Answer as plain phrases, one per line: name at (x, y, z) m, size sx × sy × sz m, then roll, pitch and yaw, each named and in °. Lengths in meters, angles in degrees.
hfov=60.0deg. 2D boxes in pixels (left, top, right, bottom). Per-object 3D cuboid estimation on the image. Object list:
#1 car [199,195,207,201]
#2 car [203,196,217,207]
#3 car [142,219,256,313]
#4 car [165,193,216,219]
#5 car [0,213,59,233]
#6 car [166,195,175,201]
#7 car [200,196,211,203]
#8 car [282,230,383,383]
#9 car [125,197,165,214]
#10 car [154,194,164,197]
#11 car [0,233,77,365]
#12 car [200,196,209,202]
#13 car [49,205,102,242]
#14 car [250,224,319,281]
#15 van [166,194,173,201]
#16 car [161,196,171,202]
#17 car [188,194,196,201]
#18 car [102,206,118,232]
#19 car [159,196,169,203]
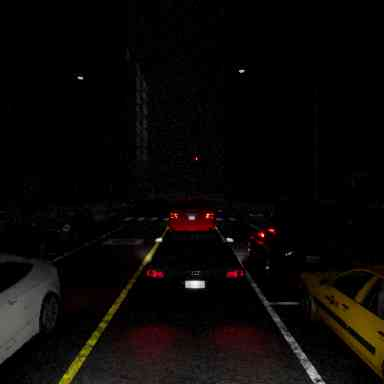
car at (2.748, 1.556, 85.299) m, size 1.752 × 1.417 × 4.829 m, roll 0°, pitch 0°, yaw 0°
car at (2.753, 1.452, 52.504) m, size 1.967 × 1.590 × 4.097 m, roll 0°, pitch 0°, yaw 0°
car at (0.058, 1.564, 7.749) m, size 1.994 × 1.385 × 4.181 m, roll 0°, pitch 0°, yaw 0°
car at (0.000, 1.223, 17.169) m, size 2.150 × 2.045 × 5.566 m, roll 0°, pitch 0°, yaw 0°
car at (-5.765, 1.545, 9.618) m, size 1.887 × 1.381 × 4.507 m, roll 0°, pitch 0°, yaw 0°
car at (-5.778, 1.585, 90.566) m, size 2.008 × 1.369 × 4.403 m, roll 0°, pitch 0°, yaw 0°
car at (2.751, 1.571, 68.816) m, size 2.008 × 1.369 × 4.403 m, roll 0°, pitch 0°, yaw 0°
car at (2.761, 1.525, 4.335) m, size 1.752 × 1.417 × 4.829 m, roll 0°, pitch 0°, yaw 0°
car at (-4.202, 1.496, 34.552) m, size 5.357 × 1.411 × 2.033 m, roll 1°, pitch 0°, yaw -32°
car at (-5.773, 1.329, 57.940) m, size 2.192 × 1.841 × 5.009 m, roll 0°, pitch 0°, yaw 0°
car at (-3.097, 1.526, 3.881) m, size 1.812 × 1.442 × 4.674 m, roll 0°, pitch 0°, yaw 0°
car at (2.750, 1.568, 74.254) m, size 1.887 × 1.381 × 4.507 m, roll 0°, pitch 0°, yaw 0°
car at (-5.766, 1.441, 15.075) m, size 1.967 × 1.590 × 4.097 m, roll 0°, pitch 0°, yaw 0°
car at (2.760, 1.566, 9.622) m, size 1.947 × 1.339 × 4.313 m, roll 0°, pitch 0°, yaw 0°
van at (-5.778, 1.372, 85.128) m, size 1.690 × 1.788 × 3.998 m, roll 0°, pitch 0°, yaw 0°
car at (-5.776, 1.549, 74.083) m, size 1.752 × 1.417 × 4.829 m, roll 0°, pitch 0°, yaw 0°
car at (-0.015, 1.389, 89.001) m, size 2.097 × 1.767 × 4.553 m, roll 0°, pitch 0°, yaw 0°
car at (-5.767, 1.527, 20.362) m, size 1.752 × 1.417 × 4.829 m, roll 0°, pitch 0°, yaw 0°
car at (-5.775, 1.602, 68.815) m, size 1.802 × 1.307 × 4.206 m, roll 0°, pitch 0°, yaw 0°
